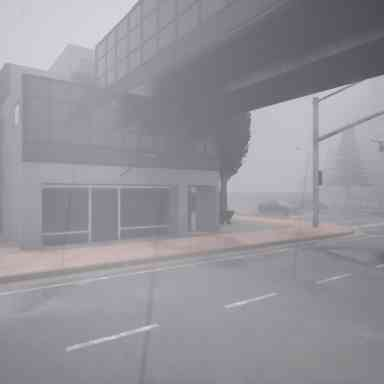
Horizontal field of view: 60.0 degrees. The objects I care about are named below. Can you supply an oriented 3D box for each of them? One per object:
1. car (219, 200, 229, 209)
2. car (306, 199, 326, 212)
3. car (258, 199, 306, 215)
[{"bbox_3d":[2.623,1.478,42.288,1.882,1.535,5.008,0,0,-36],"label":"car"},{"bbox_3d":[13.238,1.547,39.626,2.033,1.411,5.357,0,0,-34],"label":"car"},{"bbox_3d":[8.765,1.526,33.745,1.812,1.442,4.674,0,0,-36],"label":"car"}]
